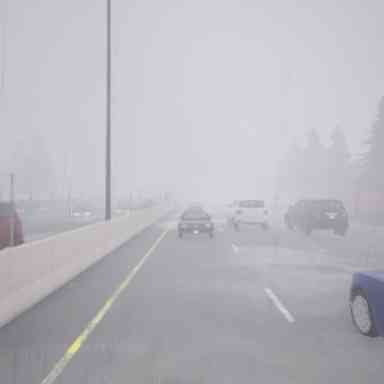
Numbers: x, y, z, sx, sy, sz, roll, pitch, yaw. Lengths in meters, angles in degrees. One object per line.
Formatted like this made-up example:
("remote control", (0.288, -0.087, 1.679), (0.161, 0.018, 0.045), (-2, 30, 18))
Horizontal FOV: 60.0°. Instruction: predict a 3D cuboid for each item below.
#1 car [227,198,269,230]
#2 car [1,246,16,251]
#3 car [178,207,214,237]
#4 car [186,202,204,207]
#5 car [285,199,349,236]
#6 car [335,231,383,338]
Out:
("car", (3.736, 1.427, 22.926), (2.150, 2.045, 5.566), (0, -1, 0))
("car", (-7.047, 1.301, 9.552), (2.150, 2.045, 5.566), (0, -1, 0))
("car", (0.207, 1.770, 19.234), (1.895, 1.301, 4.718), (0, 0, 0))
("car", (0.320, 1.851, 36.854), (1.812, 1.442, 4.674), (0, -1, 0))
("car", (7.216, 1.403, 19.800), (2.150, 2.045, 5.566), (0, -1, 0))
("car", (3.618, 1.514, 3.715), (1.882, 1.535, 5.008), (0, -1, 0))
